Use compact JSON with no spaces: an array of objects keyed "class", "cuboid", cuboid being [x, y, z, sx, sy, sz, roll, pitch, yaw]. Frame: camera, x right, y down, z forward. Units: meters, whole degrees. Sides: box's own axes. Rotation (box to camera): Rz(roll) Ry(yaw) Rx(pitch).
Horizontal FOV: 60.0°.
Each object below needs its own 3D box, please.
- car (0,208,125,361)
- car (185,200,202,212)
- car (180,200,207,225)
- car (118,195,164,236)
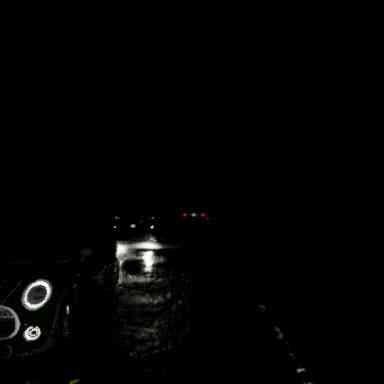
[{"class":"car","cuboid":[-2.840,1.357,6.292,2.097,1.767,4.553,0,0,0]},{"class":"car","cuboid":[0.140,1.643,39.846,1.895,1.301,4.718,0,0,0]},{"class":"car","cuboid":[0.116,1.571,24.453,2.033,1.411,5.357,0,0,0]},{"class":"car","cuboid":[-2.834,1.230,18.958,2.150,2.045,5.566,0,1,1]}]
